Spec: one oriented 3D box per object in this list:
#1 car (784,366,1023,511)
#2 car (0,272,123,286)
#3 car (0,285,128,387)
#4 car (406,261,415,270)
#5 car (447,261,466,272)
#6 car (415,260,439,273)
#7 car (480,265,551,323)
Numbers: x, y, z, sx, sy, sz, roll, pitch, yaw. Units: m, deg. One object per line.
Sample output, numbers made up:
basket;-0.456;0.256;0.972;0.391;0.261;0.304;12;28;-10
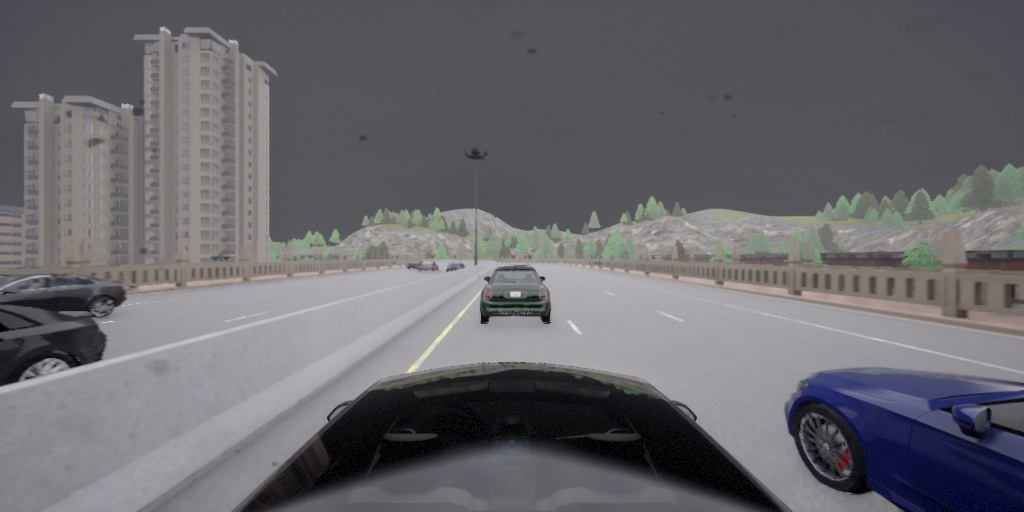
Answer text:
car;3.600;1.275;1.565;1.812;1.442;4.674;0;0;0
car;-14.100;1.247;10.172;2.128;1.511;4.902;0;0;0
car;-7.100;1.256;3.377;1.837;1.490;4.892;0;0;0
car;-14.058;1.362;53.061;2.033;1.411;5.357;0;0;1
car;-7.079;1.358;45.865;1.994;1.385;4.181;0;0;0
car;-10.579;1.320;45.733;1.812;1.442;4.674;0;0;0
car;0.101;1.107;12.306;2.097;1.767;4.553;0;0;0
